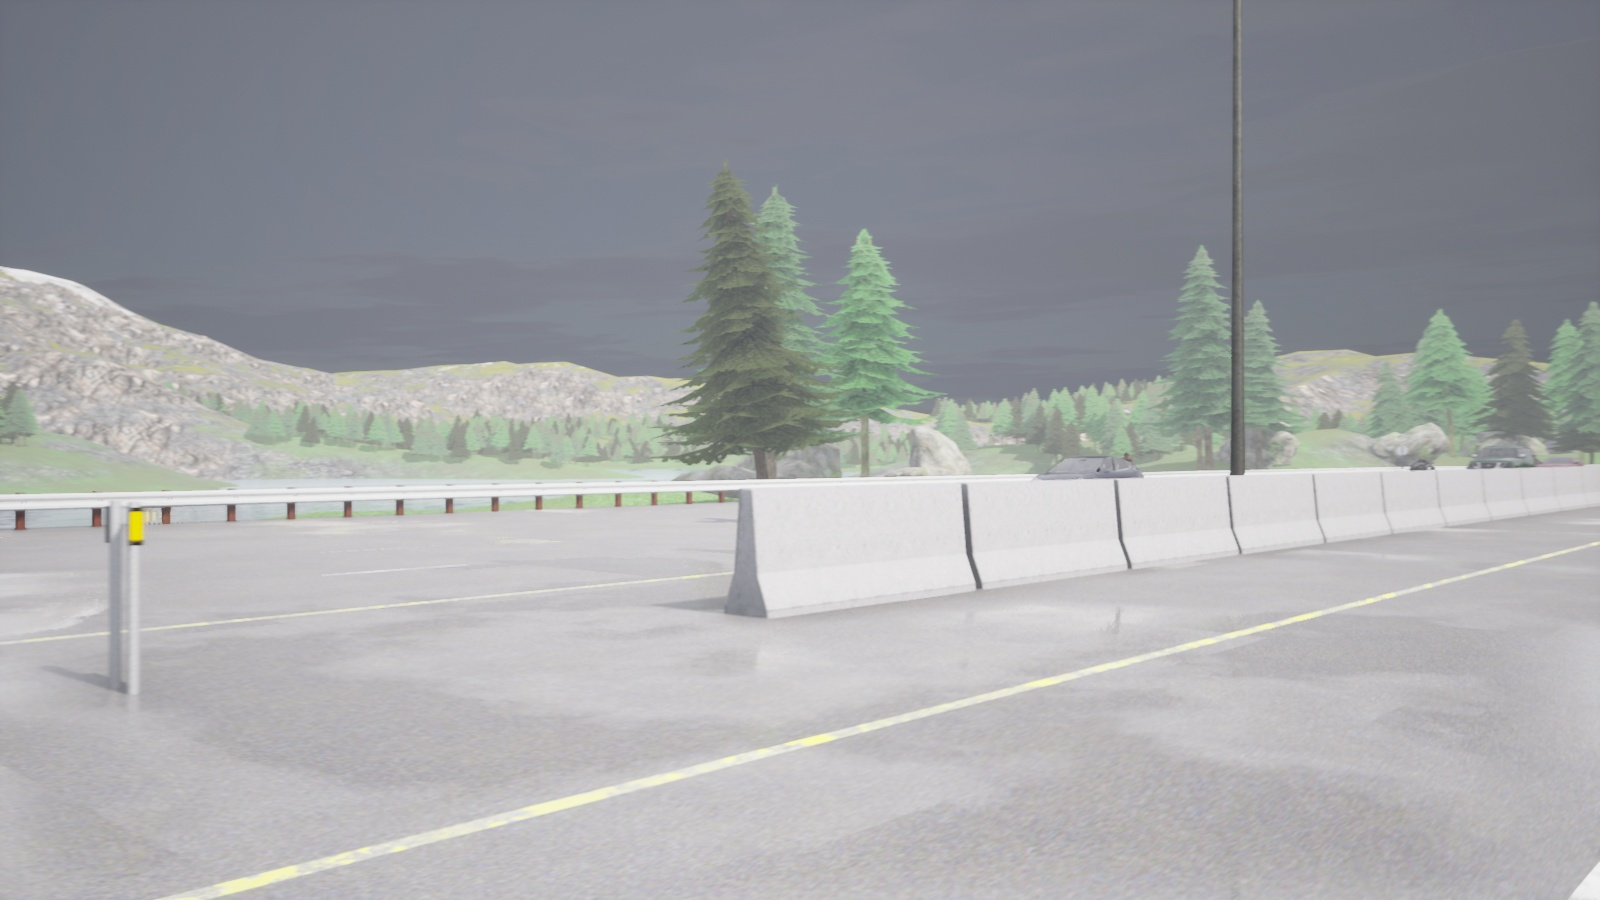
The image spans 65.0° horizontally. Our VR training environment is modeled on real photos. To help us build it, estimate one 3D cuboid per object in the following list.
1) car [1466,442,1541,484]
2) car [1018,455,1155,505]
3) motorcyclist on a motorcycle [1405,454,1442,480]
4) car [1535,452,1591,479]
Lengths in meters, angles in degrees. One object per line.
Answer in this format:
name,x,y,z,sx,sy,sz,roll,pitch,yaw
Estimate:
car,36.040,0.629,64.255,2.150,2.045,5.566,0,0,42
car,9.145,0.895,39.858,2.163,1.488,4.792,0,0,42
motorcyclist on a motorcycle,37.262,0.990,75.081,2.191,1.530,0.866,0,1,-28
car,45.166,0.901,74.298,1.882,1.535,5.008,0,0,42
